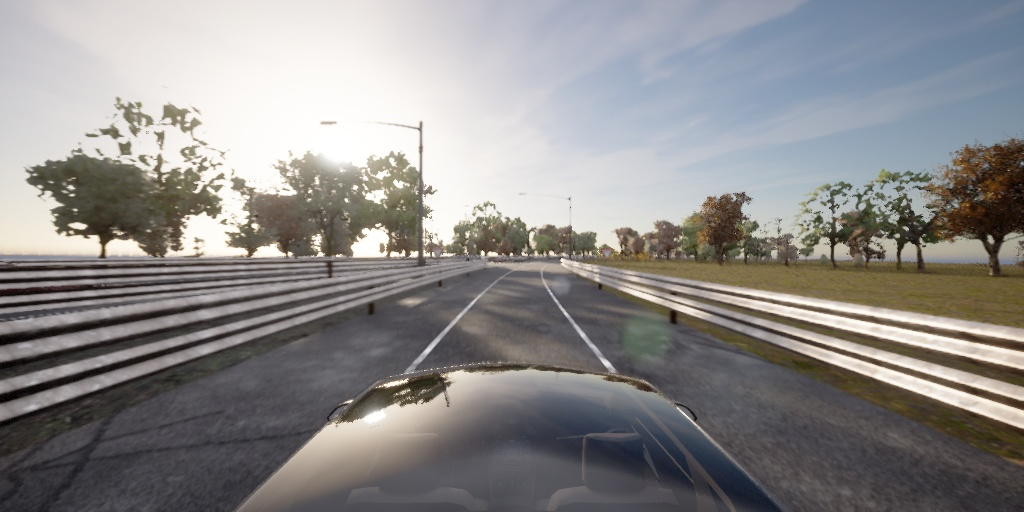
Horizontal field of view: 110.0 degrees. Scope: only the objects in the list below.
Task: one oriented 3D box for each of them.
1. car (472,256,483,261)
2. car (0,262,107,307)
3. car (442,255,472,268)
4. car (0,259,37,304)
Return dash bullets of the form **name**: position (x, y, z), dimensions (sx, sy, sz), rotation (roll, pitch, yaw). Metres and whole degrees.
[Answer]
- **car**: position (-6.585, 0.733, 63.959), dimensions (2.128, 1.511, 4.902), rotation (0, 0, 14)
- **car**: position (-14.624, 0.894, 10.068), dimensions (1.812, 1.442, 4.674), rotation (0, 0, 10)
- **car**: position (-7.292, 0.783, 46.067), dimensions (2.128, 1.511, 4.902), rotation (0, 0, 13)
- **car**: position (-18.122, 0.855, 10.414), dimensions (1.837, 1.490, 4.892), rotation (0, 0, 10)
